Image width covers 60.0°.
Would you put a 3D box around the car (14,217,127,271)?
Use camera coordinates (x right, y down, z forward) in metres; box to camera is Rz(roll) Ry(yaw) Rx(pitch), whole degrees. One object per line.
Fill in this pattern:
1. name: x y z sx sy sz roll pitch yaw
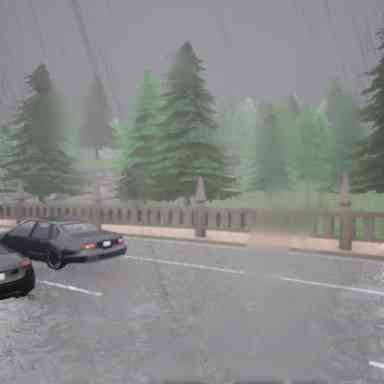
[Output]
1. car: -4.643 1.549 10.892 5.357 1.411 2.033 0 0 30

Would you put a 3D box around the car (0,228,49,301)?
1. car: -5.358 1.569 7.204 4.181 1.385 1.994 0 0 31
